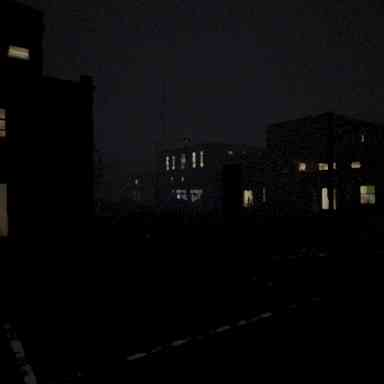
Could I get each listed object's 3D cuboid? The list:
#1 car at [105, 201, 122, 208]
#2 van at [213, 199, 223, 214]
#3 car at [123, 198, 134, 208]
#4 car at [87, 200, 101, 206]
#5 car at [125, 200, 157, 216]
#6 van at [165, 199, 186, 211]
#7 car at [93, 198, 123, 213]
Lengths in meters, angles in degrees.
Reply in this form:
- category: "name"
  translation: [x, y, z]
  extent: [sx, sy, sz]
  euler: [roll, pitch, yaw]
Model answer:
- category: "car"
  translation: [-15.819, 2.421, 67.206]
  extent: [1.802, 1.307, 4.206]
  euler: [-2, 0, -36]
- category: "van"
  translation: [4.185, 1.695, 39.772]
  extent: [1.690, 1.788, 3.998]
  euler: [-2, 0, -36]
- category: "car"
  translation: [-12.491, 2.073, 62.633]
  extent: [2.192, 1.841, 5.009]
  euler: [-2, 0, -36]
- category: "car"
  translation: [-22.490, 2.583, 76.350]
  extent: [1.802, 1.307, 4.206]
  euler: [-2, 0, -36]
- category: "car"
  translation: [-5.812, 2.039, 39.323]
  extent: [1.752, 1.417, 4.829]
  euler: [-2, 0, -36]
- category: "van"
  translation: [-2.485, 1.856, 48.916]
  extent: [1.690, 1.788, 3.998]
  euler: [-2, 0, -36]
- category: "car"
  translation: [-12.589, 1.993, 48.604]
  extent: [2.192, 1.841, 5.009]
  euler: [-2, 0, -36]
